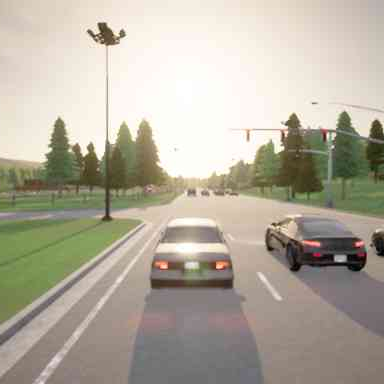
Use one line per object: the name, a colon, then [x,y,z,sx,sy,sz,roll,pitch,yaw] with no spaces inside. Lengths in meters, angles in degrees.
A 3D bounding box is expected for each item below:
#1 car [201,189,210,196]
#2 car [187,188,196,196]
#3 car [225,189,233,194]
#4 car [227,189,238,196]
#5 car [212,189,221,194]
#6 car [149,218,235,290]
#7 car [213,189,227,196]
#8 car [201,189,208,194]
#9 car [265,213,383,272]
car: [3.464,0.247,83.543,2.033,1.411,5.357,0,1,0]
car: [-0.036,-0.068,83.566,2.150,2.045,5.566,0,1,0]
car: [10.459,-0.088,93.962,1.812,1.442,4.674,0,1,0]
car: [10.464,0.296,83.993,1.895,1.301,4.718,0,1,0]
car: [6.959,-0.072,93.960,2.033,1.411,5.357,0,1,0]
car: [0.001,1.409,8.865,2.033,1.411,5.357,0,1,0]
car: [6.964,0.057,83.928,2.097,1.767,4.553,0,1,0]
car: [3.459,-0.134,93.958,1.882,1.535,5.008,0,1,0]
car: [3.515,1.368,10.143,1.812,1.442,4.674,0,1,0]
